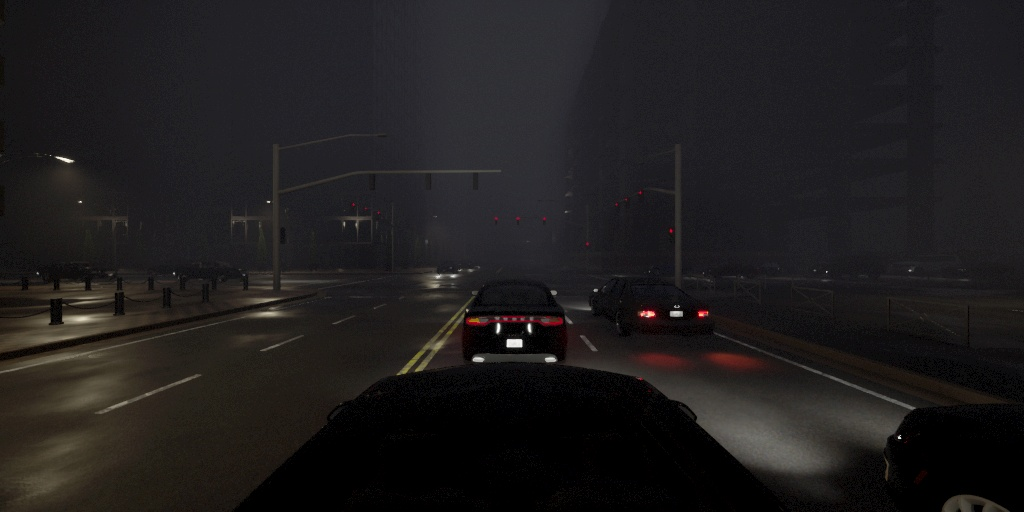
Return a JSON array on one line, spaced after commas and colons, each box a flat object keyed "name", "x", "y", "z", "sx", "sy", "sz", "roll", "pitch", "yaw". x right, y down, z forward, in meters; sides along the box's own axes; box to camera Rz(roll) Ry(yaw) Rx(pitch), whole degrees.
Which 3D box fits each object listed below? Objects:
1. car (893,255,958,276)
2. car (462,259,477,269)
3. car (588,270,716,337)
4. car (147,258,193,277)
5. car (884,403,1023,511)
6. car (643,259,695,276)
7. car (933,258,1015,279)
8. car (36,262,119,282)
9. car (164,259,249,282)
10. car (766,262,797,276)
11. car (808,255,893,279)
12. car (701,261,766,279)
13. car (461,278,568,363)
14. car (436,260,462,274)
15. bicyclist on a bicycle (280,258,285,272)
[{"name": "car", "x": 40.439, "y": 0.907, "z": 35.093, "sx": 5.566, "sy": 2.045, "sz": 2.150, "roll": -1, "pitch": 0, "yaw": 0}, {"name": "car", "x": -7.083, "y": 1.227, "z": 55.569, "sx": 1.882, "sy": 1.535, "sz": 5.008, "roll": 0, "pitch": 0, "yaw": 0}, {"name": "car", "x": 3.571, "y": 1.297, "z": 10.262, "sx": 2.033, "sy": 1.411, "sz": 5.357, "roll": 0, "pitch": 0, "yaw": 0}, {"name": "car", "x": -32.275, "y": 1.046, "z": 34.625, "sx": 4.553, "sy": 1.767, "sz": 2.097, "roll": 0, "pitch": 0, "yaw": 1}, {"name": "car", "x": 3.600, "y": 1.255, "z": 0.525, "sx": 1.837, "sy": 1.490, "sz": 4.892, "roll": 0, "pitch": 0, "yaw": 0}, {"name": "car", "x": 15.231, "y": 1.046, "z": 35.046, "sx": 4.553, "sy": 1.767, "sz": 2.097, "roll": 0, "pitch": 0, "yaw": 0}, {"name": "car", "x": 40.913, "y": 1.172, "z": 31.589, "sx": 5.008, "sy": 1.535, "sz": 1.882, "roll": 0, "pitch": 0, "yaw": 0}, {"name": "car", "x": -33.145, "y": 1.186, "z": 27.437, "sx": 4.902, "sy": 1.511, "sz": 2.128, "roll": 0, "pitch": 0, "yaw": 0}, {"name": "car", "x": -22.923, "y": 1.186, "z": 27.390, "sx": 4.902, "sy": 1.511, "sz": 2.128, "roll": 0, "pitch": 0, "yaw": 0}, {"name": "car", "x": 24.700, "y": 1.242, "z": 35.058, "sx": 5.357, "sy": 1.411, "sz": 2.033, "roll": 0, "pitch": 0, "yaw": 0}, {"name": "car", "x": 29.421, "y": 0.916, "z": 31.572, "sx": 5.566, "sy": 2.045, "sz": 2.150, "roll": 0, "pitch": 0, "yaw": 0}, {"name": "car", "x": 19.155, "y": 1.220, "z": 31.518, "sx": 4.674, "sy": 1.442, "sz": 1.812, "roll": 0, "pitch": 0, "yaw": 0}, {"name": "car", "x": 0.055, "y": 1.228, "z": 8.139, "sx": 1.882, "sy": 1.535, "sz": 5.008, "roll": 0, "pitch": 0, "yaw": 0}, {"name": "car", "x": -7.095, "y": 1.262, "z": 39.778, "sx": 1.812, "sy": 1.442, "sz": 4.674, "roll": 0, "pitch": -1, "yaw": 0}, {"name": "bicyclist on a bicycle", "x": -25.407, "y": 0.995, "z": 39.350, "sx": 0.582, "sy": 1.620, "sz": 1.656, "roll": 0, "pitch": 0, "yaw": 0}]
